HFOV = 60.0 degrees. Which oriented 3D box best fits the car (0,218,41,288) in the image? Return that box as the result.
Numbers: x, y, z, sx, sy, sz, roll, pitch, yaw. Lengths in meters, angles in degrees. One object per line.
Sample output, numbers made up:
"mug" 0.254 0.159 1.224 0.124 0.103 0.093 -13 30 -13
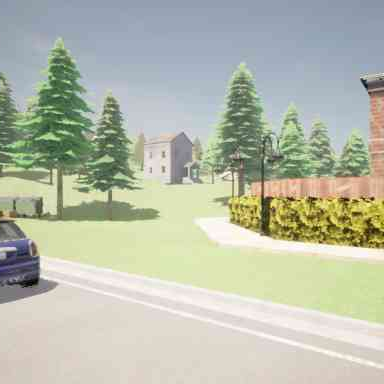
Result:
"car" -5.700 1.351 8.057 4.553 1.767 2.097 0 0 36
